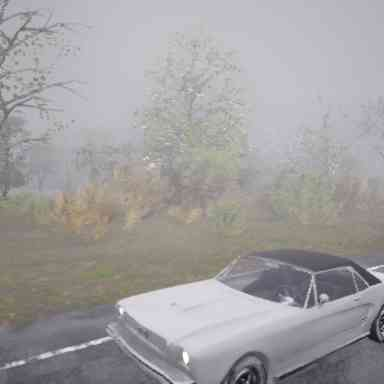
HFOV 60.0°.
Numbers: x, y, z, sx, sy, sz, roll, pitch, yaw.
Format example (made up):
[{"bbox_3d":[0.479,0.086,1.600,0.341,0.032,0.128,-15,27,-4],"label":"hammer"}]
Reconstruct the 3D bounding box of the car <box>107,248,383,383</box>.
[{"bbox_3d":[1.264,1.610,4.893,4.718,1.301,1.895,0,0,-36],"label":"car"}]
